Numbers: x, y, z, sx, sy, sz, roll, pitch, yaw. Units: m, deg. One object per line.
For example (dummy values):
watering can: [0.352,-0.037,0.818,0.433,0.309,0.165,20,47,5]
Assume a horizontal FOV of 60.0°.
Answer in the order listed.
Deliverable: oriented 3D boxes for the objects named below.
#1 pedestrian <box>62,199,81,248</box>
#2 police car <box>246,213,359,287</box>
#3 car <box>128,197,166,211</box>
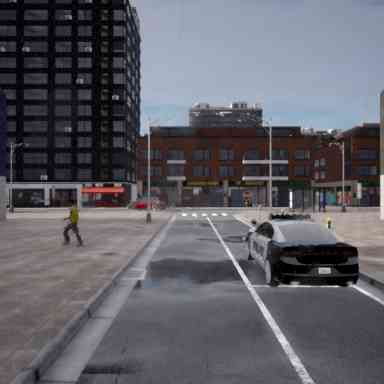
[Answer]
pedestrian: [-4.521,1.147,12.494,0.375,1.860,0.375,0,0,0]
police car: [2.750,1.429,9.482,1.930,1.638,5.238,0,0,0]
car: [-5.506,1.393,40.321,4.553,1.767,2.097,0,0,23]
